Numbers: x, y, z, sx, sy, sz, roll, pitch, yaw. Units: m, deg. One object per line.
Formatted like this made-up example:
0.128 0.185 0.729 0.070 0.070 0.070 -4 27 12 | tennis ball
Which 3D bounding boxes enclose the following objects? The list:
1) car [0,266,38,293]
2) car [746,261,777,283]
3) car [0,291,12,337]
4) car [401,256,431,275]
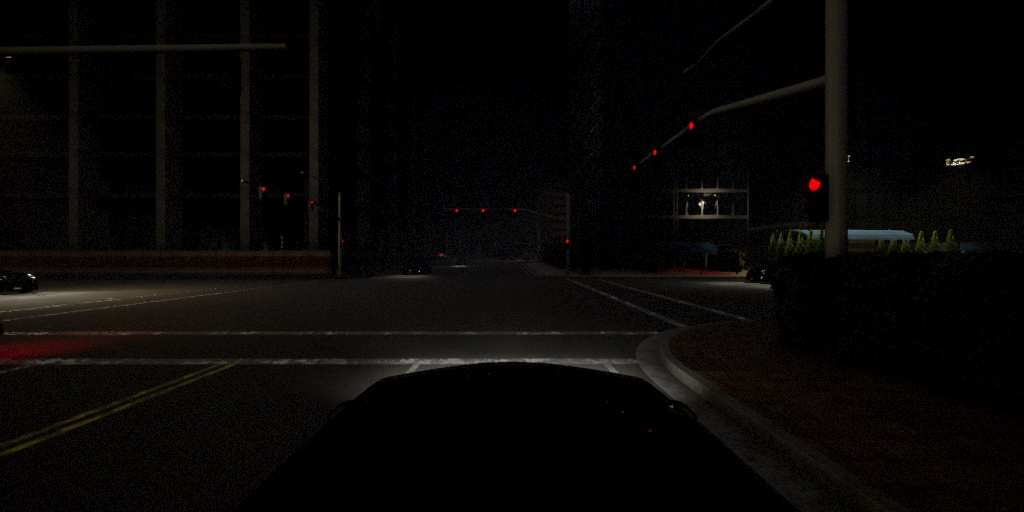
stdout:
-27.812 1.101 18.563 4.553 1.767 2.097 0 0 1 | car
19.731 1.098 26.173 4.553 1.767 2.097 0 0 0 | car
-10.498 1.356 4.451 1.895 1.301 4.718 0 0 0 | car
-10.483 1.081 39.615 2.150 2.045 5.566 0 1 0 | car
